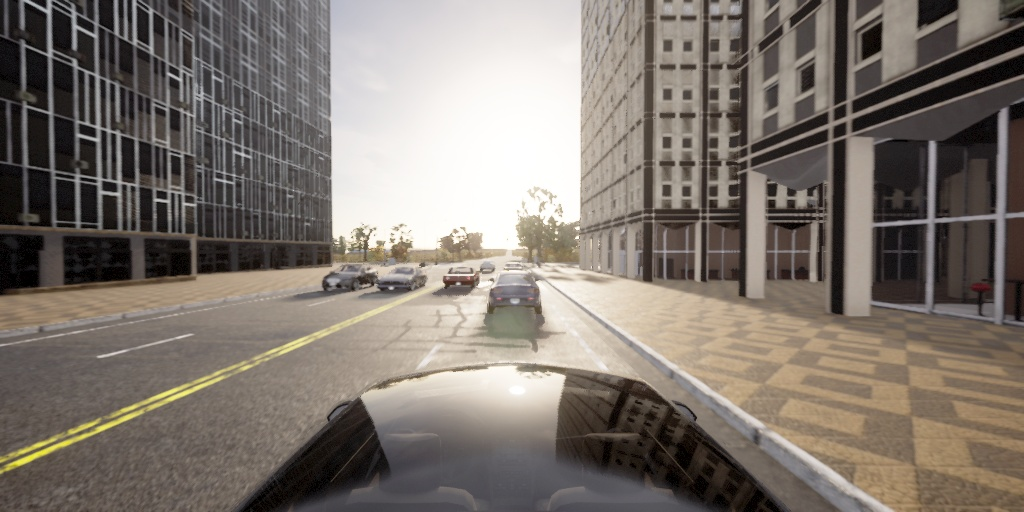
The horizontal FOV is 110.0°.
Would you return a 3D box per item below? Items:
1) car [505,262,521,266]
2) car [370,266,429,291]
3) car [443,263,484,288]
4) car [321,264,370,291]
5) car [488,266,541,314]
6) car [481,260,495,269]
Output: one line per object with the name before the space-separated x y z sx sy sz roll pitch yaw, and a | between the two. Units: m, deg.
car | 0.090 1.271 32.233 2.033 1.411 5.357 0 0 0
car | -6.507 1.338 21.990 2.033 1.411 5.357 0 0 0
car | -3.157 1.334 23.339 1.895 1.301 4.718 0 0 0
car | -9.757 1.263 21.989 2.128 1.511 4.902 0 0 0
car | 0.096 1.267 13.737 1.812 1.442 4.674 0 0 0
car | -3.165 1.228 46.871 1.812 1.442 4.674 0 0 0
